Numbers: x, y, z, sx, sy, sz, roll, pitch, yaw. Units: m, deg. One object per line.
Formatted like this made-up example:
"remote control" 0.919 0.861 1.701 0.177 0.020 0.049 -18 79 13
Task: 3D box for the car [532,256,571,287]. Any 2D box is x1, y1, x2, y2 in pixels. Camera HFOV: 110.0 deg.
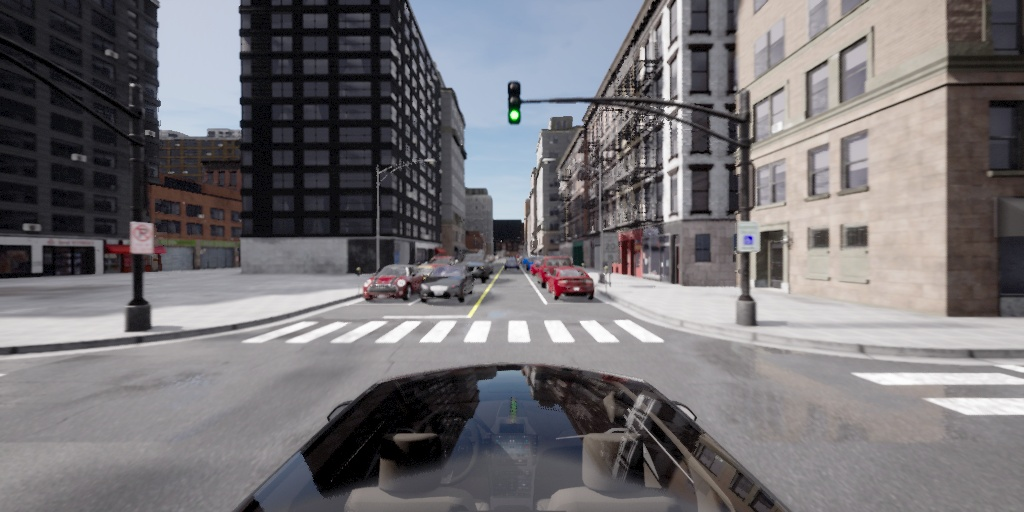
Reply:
"car" 2.639 0.938 22.252 2.192 1.841 5.009 0 0 0

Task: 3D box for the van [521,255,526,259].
"van" 2.641 0.762 60.118 1.690 1.789 3.998 0 0 0

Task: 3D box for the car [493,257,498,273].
"car" -2.843 1.125 37.008 2.033 1.411 5.357 0 0 0

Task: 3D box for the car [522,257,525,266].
"car" 2.640 1.076 43.890 1.948 1.339 4.313 0 0 0

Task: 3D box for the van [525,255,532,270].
"van" 2.640 0.880 38.481 1.690 1.789 3.998 0 0 0

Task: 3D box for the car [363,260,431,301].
"car" -5.387 1.136 16.843 1.967 1.591 4.097 0 0 0

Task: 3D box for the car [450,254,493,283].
"car" -2.846 0.854 26.602 2.150 2.045 5.566 0 0 1

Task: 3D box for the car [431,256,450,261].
"car" -5.386 0.956 27.662 2.192 1.841 5.009 0 0 0

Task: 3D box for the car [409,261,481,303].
"car" -2.847 1.175 16.440 2.128 1.511 4.902 0 0 0

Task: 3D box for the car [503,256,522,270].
"car" -0.001 1.072 47.054 1.994 1.385 4.181 0 0 0

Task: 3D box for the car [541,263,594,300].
"car" 2.638 1.196 16.842 1.888 1.381 4.507 0 0 0

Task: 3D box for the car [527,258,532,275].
"car" 2.639 1.113 33.071 1.888 1.381 4.507 0 0 0
